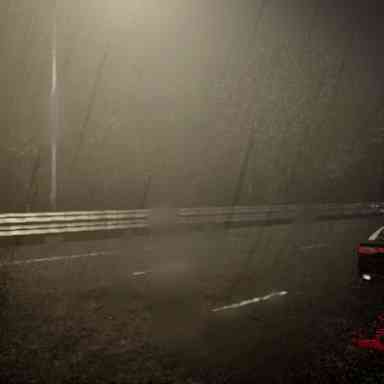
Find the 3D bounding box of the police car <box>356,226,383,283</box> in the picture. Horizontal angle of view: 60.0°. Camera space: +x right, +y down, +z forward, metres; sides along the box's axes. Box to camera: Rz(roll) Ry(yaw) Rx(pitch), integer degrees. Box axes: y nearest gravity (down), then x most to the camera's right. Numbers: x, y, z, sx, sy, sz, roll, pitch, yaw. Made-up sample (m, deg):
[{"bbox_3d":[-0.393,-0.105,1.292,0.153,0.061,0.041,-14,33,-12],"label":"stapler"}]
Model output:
[{"bbox_3d":[6.137,1.471,8.941,1.930,1.638,5.238,1,0,45],"label":"police car"}]
